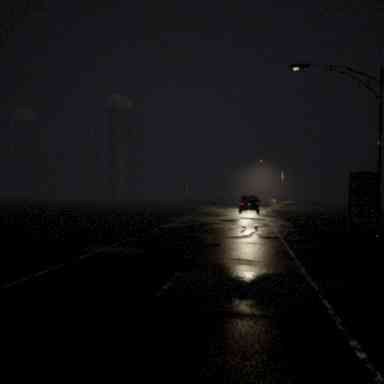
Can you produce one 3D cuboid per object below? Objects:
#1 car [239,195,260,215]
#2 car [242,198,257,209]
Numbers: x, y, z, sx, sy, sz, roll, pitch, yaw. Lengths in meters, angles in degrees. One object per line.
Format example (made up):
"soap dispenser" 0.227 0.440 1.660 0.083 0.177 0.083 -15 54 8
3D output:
"car" 6.344 1.369 36.825 2.150 2.045 5.566 1 0 10
"car" 8.698 1.710 50.399 2.128 1.511 4.902 1 0 10
